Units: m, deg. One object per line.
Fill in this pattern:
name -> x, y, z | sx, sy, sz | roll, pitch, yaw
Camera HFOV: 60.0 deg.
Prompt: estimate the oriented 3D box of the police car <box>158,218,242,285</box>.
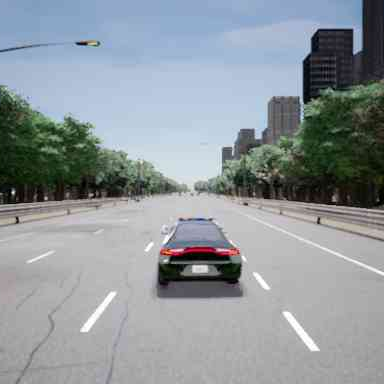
police car -> 0.095, 1.514, 9.612 | 2.038, 1.542, 4.974 | 0, -1, -2
